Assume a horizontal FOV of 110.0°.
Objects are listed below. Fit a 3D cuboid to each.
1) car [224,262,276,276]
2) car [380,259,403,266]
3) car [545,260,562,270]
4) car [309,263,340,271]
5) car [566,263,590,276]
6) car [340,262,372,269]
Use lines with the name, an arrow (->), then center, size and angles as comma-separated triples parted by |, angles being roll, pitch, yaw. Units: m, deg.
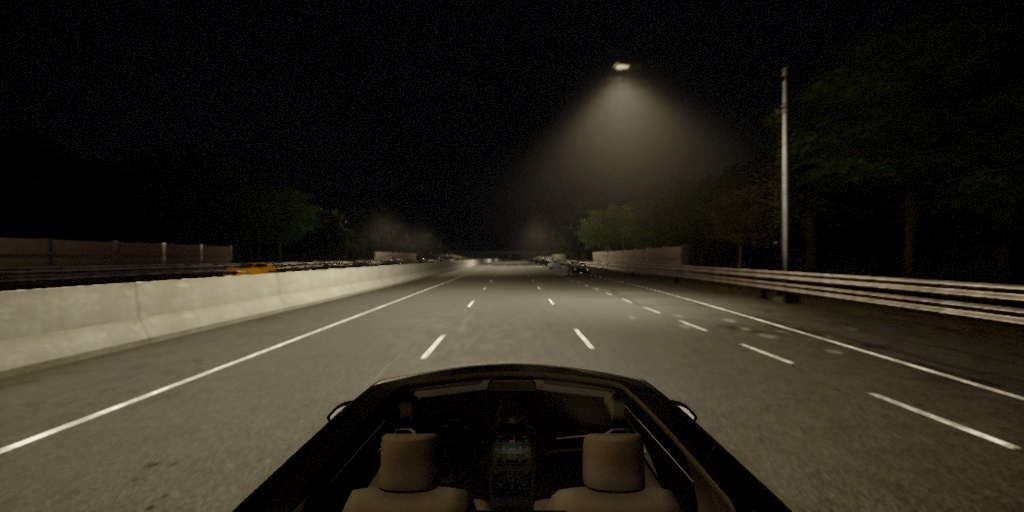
car -> -24.564, 1.337, 33.783 | 1.882, 1.535, 5.008 | 0, 0, 0
car -> -14.045, 1.363, 41.538 | 1.882, 1.535, 5.008 | 0, 0, 0
car -> 7.020, 1.450, 58.798 | 1.812, 1.442, 4.674 | 0, 0, 0
car -> -21.042, 1.485, 40.929 | 1.895, 1.301, 4.718 | 0, 0, 1
car -> 7.013, 1.419, 38.577 | 1.895, 1.301, 4.718 | 0, 0, 0
car -> -17.542, 1.411, 41.427 | 1.812, 1.442, 4.674 | 0, 0, 1
